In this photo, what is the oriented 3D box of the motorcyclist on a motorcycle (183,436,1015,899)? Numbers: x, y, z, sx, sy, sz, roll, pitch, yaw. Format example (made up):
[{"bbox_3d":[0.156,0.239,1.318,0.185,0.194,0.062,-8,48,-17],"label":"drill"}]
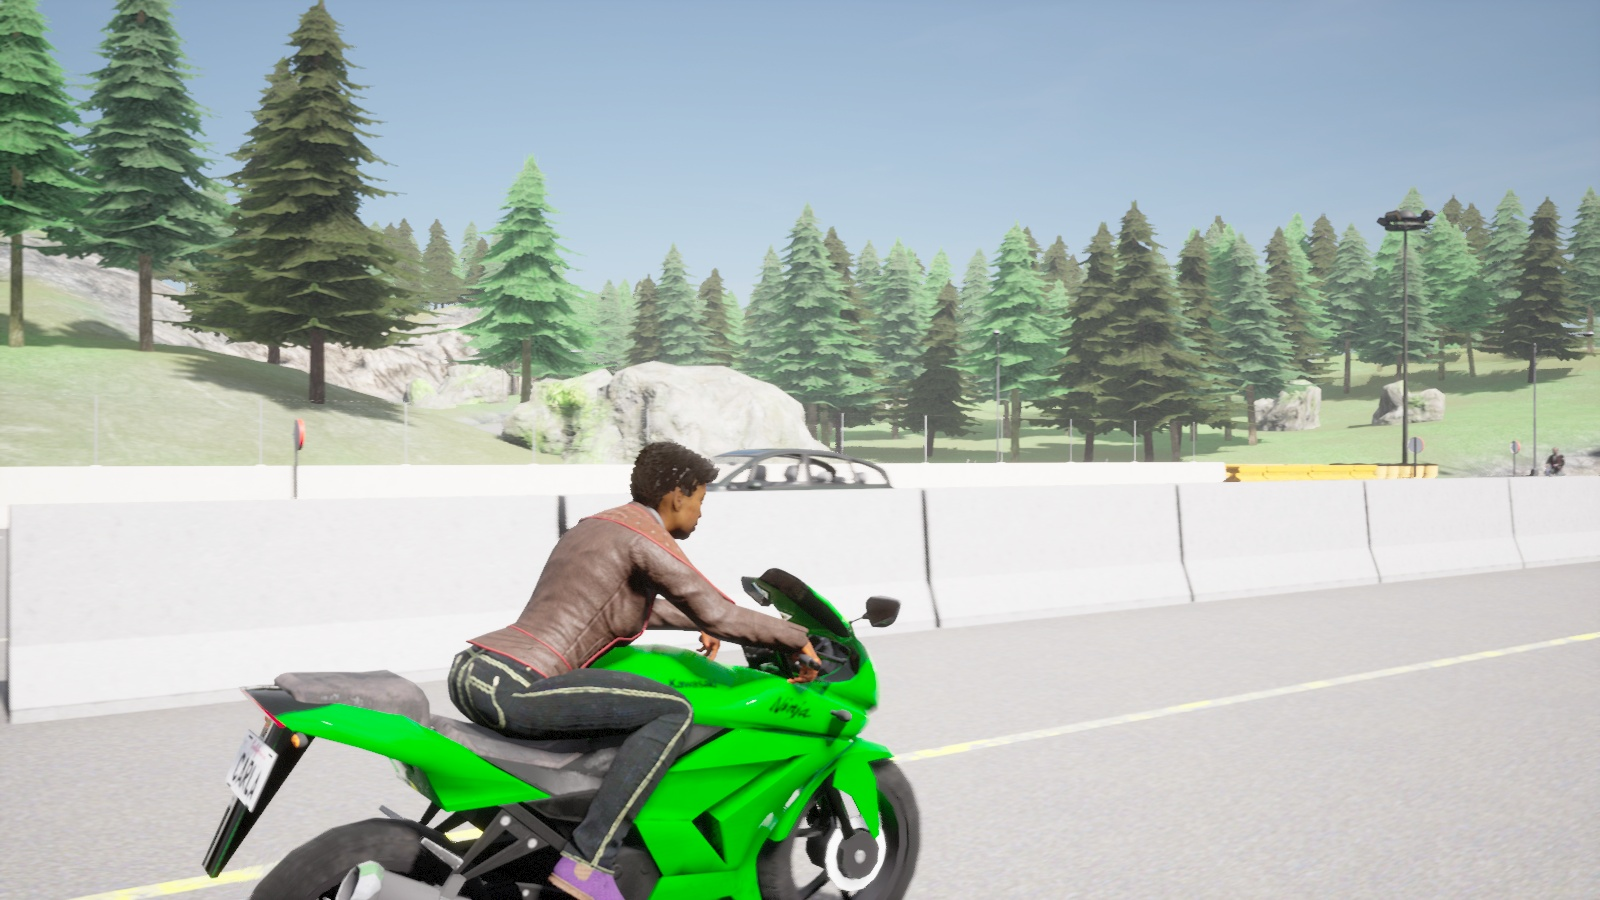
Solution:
[{"bbox_3d":[-0.451,0.736,3.345,2.044,1.523,0.797,0,0,-35],"label":"motorcyclist on a motorcycle"}]

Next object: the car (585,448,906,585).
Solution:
[{"bbox_3d":[-0.654,0.765,15.997,3.705,1.549,1.789,0,0,-35],"label":"car"}]
